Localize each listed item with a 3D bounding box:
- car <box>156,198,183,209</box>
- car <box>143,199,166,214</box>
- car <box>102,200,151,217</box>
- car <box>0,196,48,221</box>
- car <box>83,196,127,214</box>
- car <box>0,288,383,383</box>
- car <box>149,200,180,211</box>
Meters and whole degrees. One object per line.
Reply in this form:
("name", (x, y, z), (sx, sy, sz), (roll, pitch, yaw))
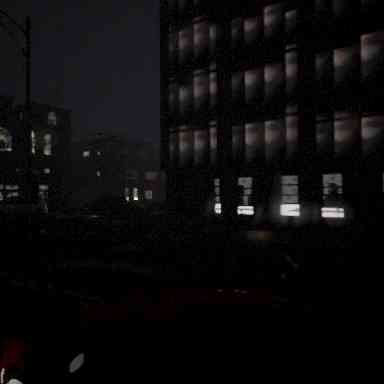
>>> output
("car", (-3.393, 1.768, 51.575), (1.967, 1.590, 4.097), (-1, -1, 36))
("car", (-3.209, 1.641, 37.689), (1.967, 1.590, 4.097), (-1, -1, 36))
("car", (-6.460, 1.755, 33.209), (1.802, 1.307, 4.206), (-1, -1, 36))
("car", (-15.969, 1.404, 30.119), (2.150, 2.045, 5.566), (-1, -1, 36))
("car", (-9.847, 1.455, 38.418), (2.150, 2.045, 5.566), (-1, -1, 37))
("car", (0.115, 1.549, 2.797), (4.507, 1.381, 1.887), (0, 0, 35))
("car", (-3.784, 1.810, 46.644), (1.812, 1.442, 4.674), (-1, -1, 36))
